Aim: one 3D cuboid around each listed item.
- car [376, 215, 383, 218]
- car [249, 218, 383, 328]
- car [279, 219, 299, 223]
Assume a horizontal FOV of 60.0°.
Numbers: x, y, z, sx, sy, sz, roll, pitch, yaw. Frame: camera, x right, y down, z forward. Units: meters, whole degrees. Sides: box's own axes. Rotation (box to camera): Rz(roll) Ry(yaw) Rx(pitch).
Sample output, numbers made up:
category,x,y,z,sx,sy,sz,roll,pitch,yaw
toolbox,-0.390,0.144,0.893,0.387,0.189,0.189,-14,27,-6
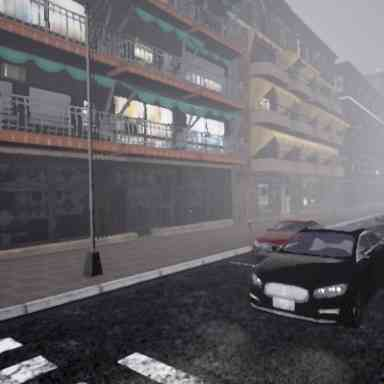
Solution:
category,x,y,z,sx,sy,sz,roll,pitch,yaw
car,9.334,1.596,14.940,1.994,1.385,4.181,-2,-1,40
car,3.021,1.536,7.265,2.128,1.511,4.902,-1,-1,39
car,3.823,1.673,12.292,1.802,1.307,4.206,-2,-1,39
